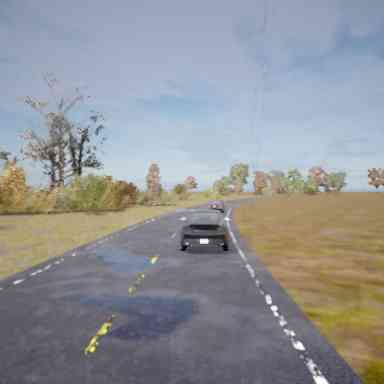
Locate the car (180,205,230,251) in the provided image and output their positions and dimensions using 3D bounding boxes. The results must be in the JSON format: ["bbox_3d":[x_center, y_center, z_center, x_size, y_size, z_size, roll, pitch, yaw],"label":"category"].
[{"bbox_3d":[0.563,1.506,14.279,1.837,1.490,4.892,0,0,3],"label":"car"}]

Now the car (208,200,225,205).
[{"bbox_3d":[2.656,1.542,36.864,2.033,1.411,5.357,0,0,8],"label":"car"}]
